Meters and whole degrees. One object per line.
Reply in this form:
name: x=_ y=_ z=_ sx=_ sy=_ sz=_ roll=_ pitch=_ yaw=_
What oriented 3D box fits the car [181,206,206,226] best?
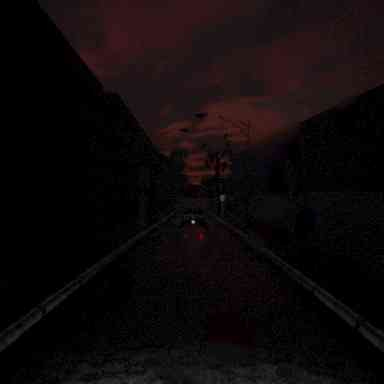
car: x=0.094 y=2.001 z=26.967 sx=1.895 sy=1.301 sz=4.718 roll=0 pitch=-2 yaw=0
